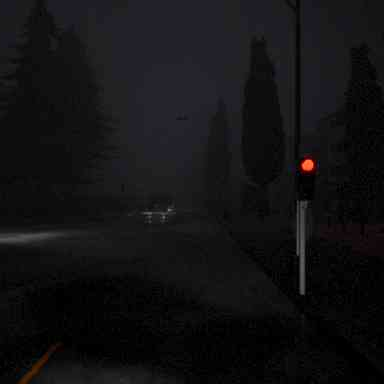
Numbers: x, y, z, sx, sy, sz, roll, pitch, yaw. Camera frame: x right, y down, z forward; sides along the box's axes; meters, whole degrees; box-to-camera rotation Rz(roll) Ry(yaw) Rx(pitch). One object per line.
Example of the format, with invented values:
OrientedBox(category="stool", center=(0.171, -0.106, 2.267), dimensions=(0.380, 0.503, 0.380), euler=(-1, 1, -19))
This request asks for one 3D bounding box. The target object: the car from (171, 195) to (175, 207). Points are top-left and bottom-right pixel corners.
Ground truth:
OrientedBox(category="car", center=(-4.132, 1.210, 51.509), dimensions=(2.150, 2.045, 5.566), euler=(0, 0, 0))

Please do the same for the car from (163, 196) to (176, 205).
OrientedBox(category="car", center=(-4.085, 1.533, 62.005), dimensions=(2.033, 1.411, 5.357), euler=(0, 0, 0))

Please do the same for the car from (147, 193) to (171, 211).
OrientedBox(category="car", center=(-4.138, 1.213, 40.804), dimensions=(2.150, 2.045, 5.566), euler=(0, 0, 0))
